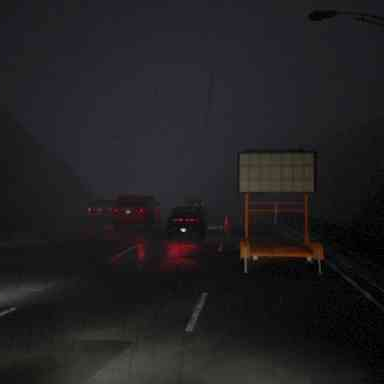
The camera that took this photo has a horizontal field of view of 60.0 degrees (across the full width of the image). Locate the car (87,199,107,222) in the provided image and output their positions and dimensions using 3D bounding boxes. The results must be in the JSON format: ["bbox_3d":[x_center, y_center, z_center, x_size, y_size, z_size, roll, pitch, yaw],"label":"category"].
[{"bbox_3d":[-6.716,1.340,26.586,2.097,1.767,4.553,0,0,2],"label":"car"}]

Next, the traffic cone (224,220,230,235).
[{"bbox_3d":[1.862,1.948,17.642,0.340,0.580,0.340,0,0,6],"label":"traffic cone"}]

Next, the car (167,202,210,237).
[{"bbox_3d":[-0.167,1.497,17.883,1.837,1.490,4.892,0,0,5],"label":"car"}]

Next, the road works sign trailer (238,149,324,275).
[{"bbox_3d":[2.635,0.460,10.527,2.380,3.560,2.880,0,0,6],"label":"road works sign trailer"}]

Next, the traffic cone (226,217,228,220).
[{"bbox_3d":[2.063,1.947,19.632,0.340,0.580,0.340,0,0,6],"label":"traffic cone"}]

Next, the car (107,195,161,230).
[{"bbox_3d":[-3.396,1.212,21.317,2.150,2.045,5.566,0,0,4],"label":"car"}]

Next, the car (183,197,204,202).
[{"bbox_3d":[0.167,1.337,34.970,2.097,1.767,4.553,0,0,-2],"label":"car"}]
